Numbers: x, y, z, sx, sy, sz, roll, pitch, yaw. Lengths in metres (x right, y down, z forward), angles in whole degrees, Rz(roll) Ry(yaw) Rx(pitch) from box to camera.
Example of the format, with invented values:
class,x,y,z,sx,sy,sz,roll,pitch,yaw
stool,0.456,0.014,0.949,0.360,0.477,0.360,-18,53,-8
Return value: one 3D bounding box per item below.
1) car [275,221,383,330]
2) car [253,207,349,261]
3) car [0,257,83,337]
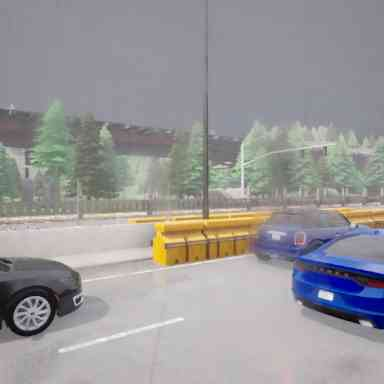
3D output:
class,x,y,z,sx,sy,sz,roll,pitch,yaw
car,4.124,1.478,6.695,5.008,1.535,1.882,0,0,-36
car,4.216,1.352,11.062,4.553,1.767,2.097,0,0,-36
car,-4.202,1.505,5.048,4.892,1.490,1.837,0,0,-35
